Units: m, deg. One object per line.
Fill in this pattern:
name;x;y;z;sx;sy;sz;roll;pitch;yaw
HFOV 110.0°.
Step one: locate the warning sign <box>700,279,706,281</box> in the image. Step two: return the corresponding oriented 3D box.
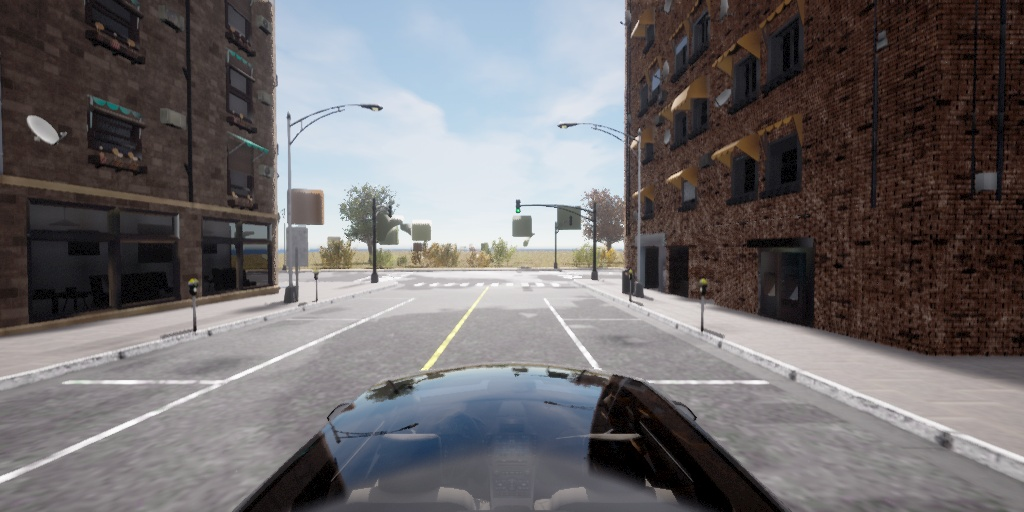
warning sign;16.651;0.943;31.122;1.060;1.860;1.300;0;0;-9
